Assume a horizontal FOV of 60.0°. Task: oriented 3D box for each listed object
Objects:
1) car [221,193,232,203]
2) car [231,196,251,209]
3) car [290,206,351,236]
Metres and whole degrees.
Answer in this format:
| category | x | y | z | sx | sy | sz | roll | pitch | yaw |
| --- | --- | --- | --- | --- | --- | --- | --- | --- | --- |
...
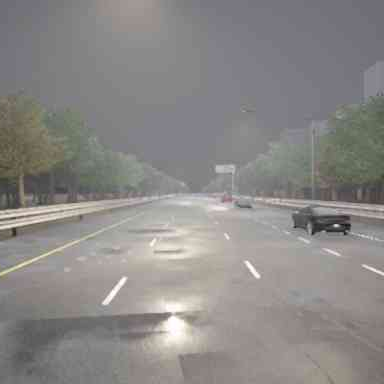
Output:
| category | x | y | z | sx | sy | sz | roll | pitch | yaw |
| --- | --- | --- | --- | --- | --- | --- | --- | --- | --- |
| car | 7.254 | 1.297 | 69.920 | 2.150 | 2.045 | 5.566 | 0 | 0 | 0 |
| car | 7.114 | 1.609 | 47.233 | 1.994 | 1.385 | 4.181 | 0 | 0 | 0 |
| car | 7.015 | 1.505 | 18.638 | 1.882 | 1.535 | 5.008 | 0 | 0 | 0 |
